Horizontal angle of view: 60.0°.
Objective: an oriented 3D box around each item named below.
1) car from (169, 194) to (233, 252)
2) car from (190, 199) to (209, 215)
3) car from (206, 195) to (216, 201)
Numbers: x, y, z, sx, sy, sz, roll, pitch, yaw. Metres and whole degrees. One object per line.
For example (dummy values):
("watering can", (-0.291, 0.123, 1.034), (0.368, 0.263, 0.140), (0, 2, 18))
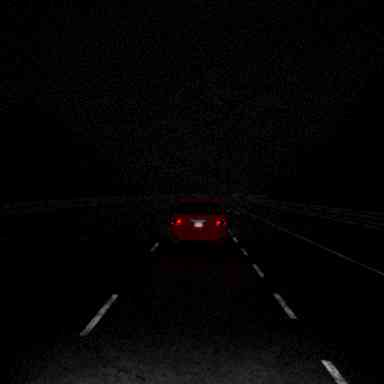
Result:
("car", (0.289, 1.220, 14.162), (2.150, 2.045, 5.566), (1, 0, 1))
("car", (0.784, 1.530, 34.904), (1.812, 1.442, 4.674), (1, 0, 2))
("car", (4.836, 1.591, 84.577), (2.033, 1.411, 5.357), (1, 0, 8))
